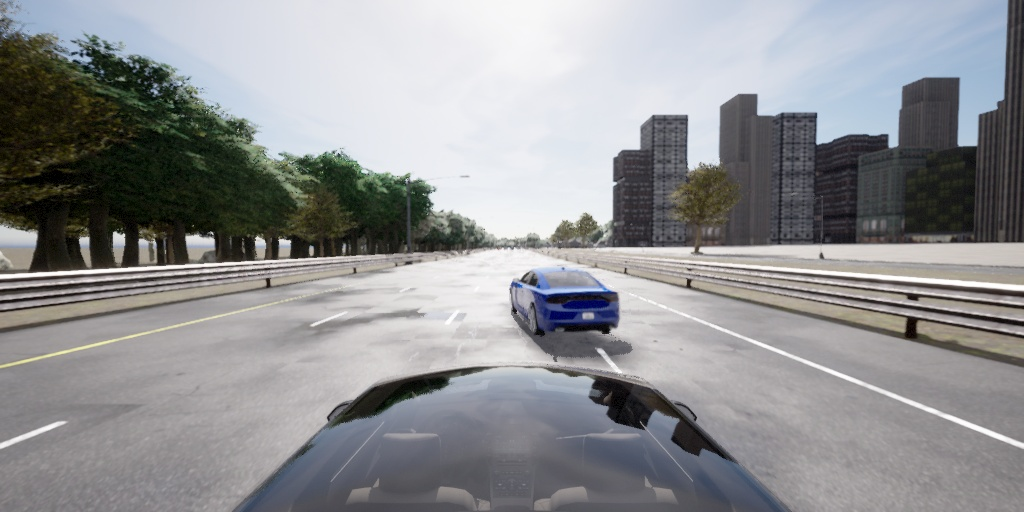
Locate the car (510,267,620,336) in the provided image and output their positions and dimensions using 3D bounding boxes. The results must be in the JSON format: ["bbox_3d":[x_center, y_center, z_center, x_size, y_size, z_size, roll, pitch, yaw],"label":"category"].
[{"bbox_3d":[1.163,1.032,9.904,1.882,1.535,5.008,0,2,-10],"label":"car"}]
